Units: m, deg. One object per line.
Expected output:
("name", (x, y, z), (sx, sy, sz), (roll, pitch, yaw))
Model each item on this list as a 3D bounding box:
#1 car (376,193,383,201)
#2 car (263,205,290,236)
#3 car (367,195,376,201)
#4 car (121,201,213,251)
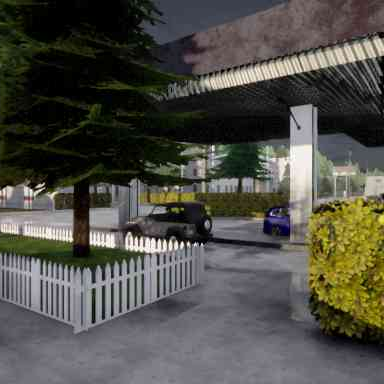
("car", (25.742, 1.077, 43.543), (1.905, 1.878, 3.866), (0, 0, 35))
("car", (5.787, 1.480, 16.009), (4.611, 1.667, 2.242), (0, 0, 35))
("car", (33.007, 1.298, 60.284), (2.007, 1.523, 4.514), (0, 0, 35))
("car", (-1.014, 1.313, 13.860), (3.866, 1.878, 1.905), (0, 0, 35))
